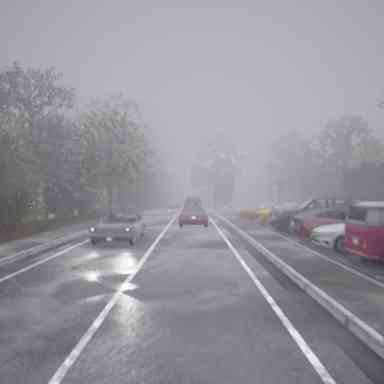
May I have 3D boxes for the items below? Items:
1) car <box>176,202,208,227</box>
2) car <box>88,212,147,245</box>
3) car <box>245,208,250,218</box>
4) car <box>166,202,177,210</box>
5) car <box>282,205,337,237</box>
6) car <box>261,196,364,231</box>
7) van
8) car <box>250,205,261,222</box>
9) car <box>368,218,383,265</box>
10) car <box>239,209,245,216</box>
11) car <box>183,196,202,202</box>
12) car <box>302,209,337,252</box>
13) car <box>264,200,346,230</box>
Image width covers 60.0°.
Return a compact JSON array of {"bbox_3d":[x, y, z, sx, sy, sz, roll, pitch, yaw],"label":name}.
[{"bbox_3d":[0.100,1.640,23.526,1.994,1.385,4.181,0,0,0],"label":"car"},{"bbox_3d":[-3.350,1.628,15.728,1.895,1.301,4.718,0,0,0],"label":"car"},{"bbox_3d":[7.089,1.572,26.877,4.892,1.521,2.231,0,-1,0],"label":"car"},{"bbox_3d":[-3.311,2.391,57.057,1.994,1.385,4.181,0,-2,0],"label":"car"},{"bbox_3d":[7.107,1.542,15.780,4.792,1.488,2.163,0,0,0],"label":"car"},{"bbox_3d":[7.051,1.270,18.557,5.566,2.045,2.435,0,0,0],"label":"car"},{"bbox_3d":[7.191,1.270,10.229,4.442,1.987,1.878,0,0,0],"label":"van"},{"bbox_3d":[7.088,1.547,24.105,5.008,1.535,2.097,0,0,0],"label":"car"},{"bbox_3d":[7.078,1.488,7.452,5.008,1.535,2.097,0,0,0],"label":"car"},{"bbox_3d":[6.899,1.600,29.646,5.366,1.575,1.946,0,-1,0],"label":"car"},{"bbox_3d":[0.103,1.578,41.248,2.150,2.045,5.566,0,-2,-1],"label":"car"},{"bbox_3d":[7.078,1.545,13.004,4.674,1.452,2.002,0,0,0],"label":"car"},{"bbox_3d":[7.112,1.406,21.329,4.553,1.767,2.185,0,0,0],"label":"car"}]
